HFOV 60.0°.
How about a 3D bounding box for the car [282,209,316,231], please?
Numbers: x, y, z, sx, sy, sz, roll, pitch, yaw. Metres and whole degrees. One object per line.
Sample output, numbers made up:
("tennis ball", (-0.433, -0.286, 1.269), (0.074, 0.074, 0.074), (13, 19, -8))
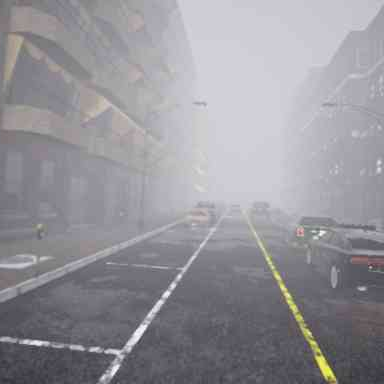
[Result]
("car", (9.008, 2.313, 28.376), (2.008, 1.369, 4.403), (4, -1, 8))

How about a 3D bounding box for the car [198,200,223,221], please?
("car", (1.232, 1.719, 29.488), (2.192, 1.841, 5.009), (4, 0, 8))

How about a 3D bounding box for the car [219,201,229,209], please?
("car", (7.060, 2.840, 73.333), (1.947, 1.339, 4.313), (4, -1, 8))

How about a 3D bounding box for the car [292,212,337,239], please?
("car", (8.277, 2.206, 22.894), (1.887, 1.381, 4.507), (4, -1, 8))

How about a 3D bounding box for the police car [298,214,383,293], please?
("police car", (4.776, 1.765, 9.905), (1.930, 1.638, 5.238), (3, -1, 8))

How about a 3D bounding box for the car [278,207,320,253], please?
("car", (5.554, 1.796, 15.716), (2.097, 1.767, 4.553), (3, -1, 8))

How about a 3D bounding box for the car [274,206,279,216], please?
("car", (11.202, 2.622, 44.819), (1.887, 1.381, 4.507), (4, -1, 8))

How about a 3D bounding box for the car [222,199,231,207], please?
("car", (9.268, 2.944, 89.776), (2.192, 1.841, 5.009), (4, -1, 8))

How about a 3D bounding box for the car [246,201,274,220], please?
("car", (7.726, 2.041, 38.061), (2.150, 2.045, 5.566), (3, -1, 8))

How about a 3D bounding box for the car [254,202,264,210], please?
("car", (15.559, 3.189, 77.714), (1.967, 1.590, 4.097), (4, -1, 8))

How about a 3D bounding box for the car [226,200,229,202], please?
("car", (4.886, 2.252, 56.892), (2.192, 1.841, 5.009), (4, -1, 8))

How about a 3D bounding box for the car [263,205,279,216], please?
("car", (11.933, 2.731, 50.300), (1.887, 1.381, 4.507), (4, -1, 8))

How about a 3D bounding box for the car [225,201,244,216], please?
("car", (5.658, 2.299, 43.558), (1.837, 1.490, 4.892), (3, -1, 8))

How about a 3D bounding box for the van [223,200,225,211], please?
("van", (2.692, 1.952, 40.447), (1.690, 1.788, 3.998), (4, -1, 8))

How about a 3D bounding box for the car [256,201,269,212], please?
("car", (14.107, 2.833, 66.751), (2.192, 1.841, 5.009), (4, -1, 8))

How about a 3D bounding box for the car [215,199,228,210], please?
("car", (5.617, 2.363, 62.372), (2.192, 1.841, 5.009), (4, -1, 8))

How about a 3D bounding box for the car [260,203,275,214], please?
("car", (12.678, 2.737, 55.782), (1.967, 1.590, 4.097), (4, -1, 8))

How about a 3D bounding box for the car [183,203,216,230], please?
("car", (0.463, 1.824, 23.835), (1.752, 1.417, 4.829), (4, 0, 8))
